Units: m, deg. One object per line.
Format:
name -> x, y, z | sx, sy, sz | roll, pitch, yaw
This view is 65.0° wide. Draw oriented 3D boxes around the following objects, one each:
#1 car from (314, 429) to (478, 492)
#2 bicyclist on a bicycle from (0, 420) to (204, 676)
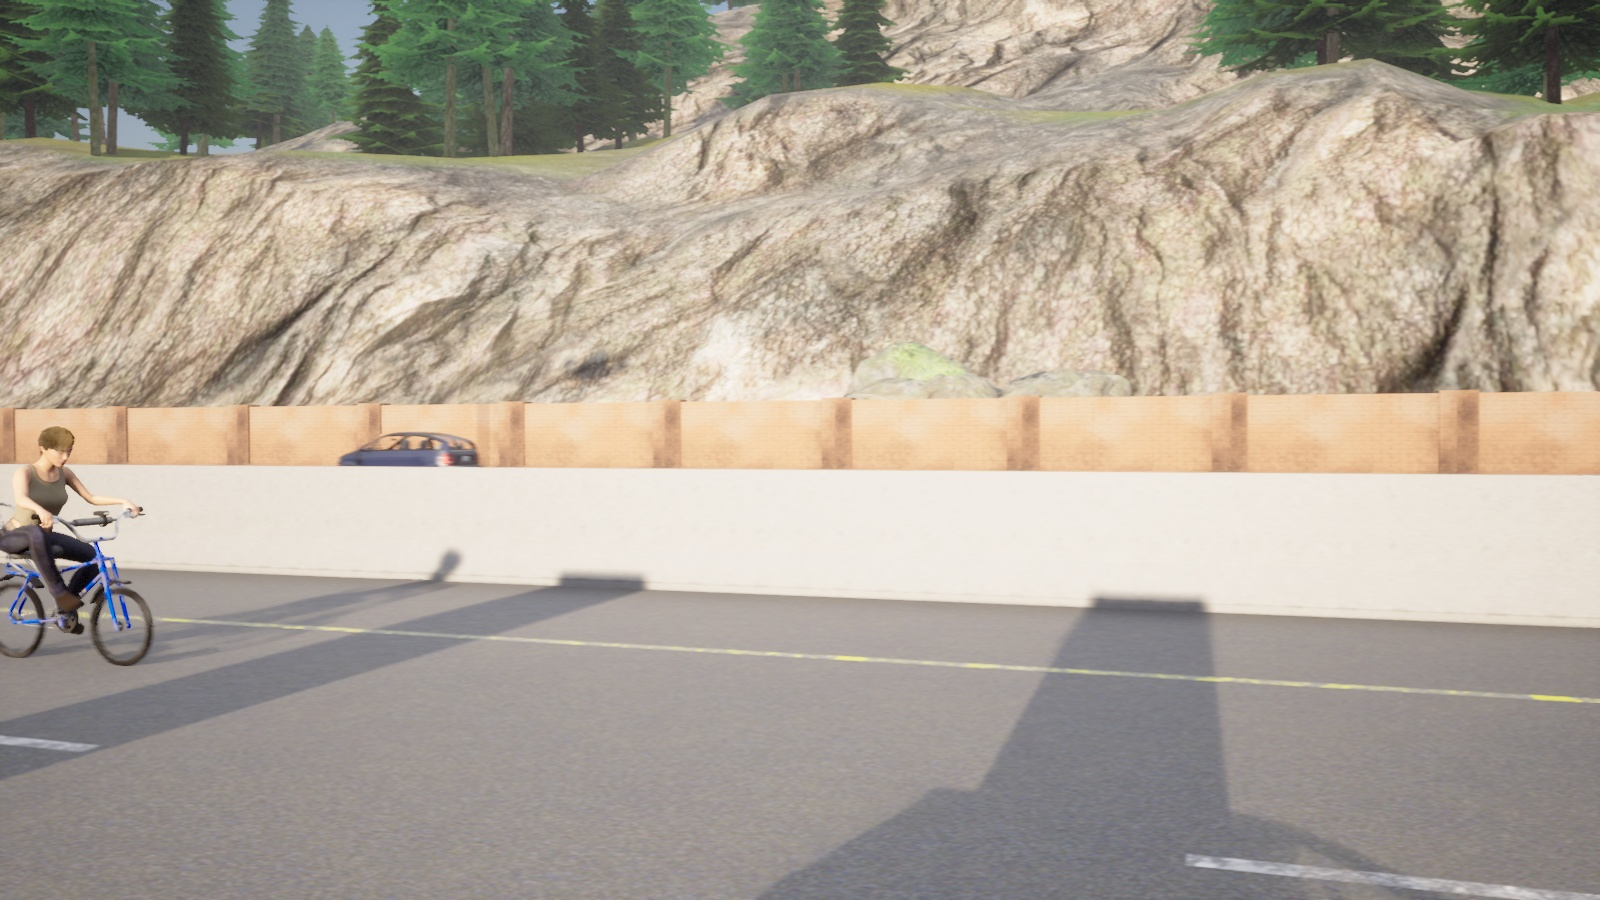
car -> -10.448, 0.240, 32.549 | 3.705, 1.549, 1.789 | 0, 1, 19
bicyclist on a bicycle -> -5.006, 0.606, 8.571 | 1.509, 1.612, 0.866 | 1, 1, 19
